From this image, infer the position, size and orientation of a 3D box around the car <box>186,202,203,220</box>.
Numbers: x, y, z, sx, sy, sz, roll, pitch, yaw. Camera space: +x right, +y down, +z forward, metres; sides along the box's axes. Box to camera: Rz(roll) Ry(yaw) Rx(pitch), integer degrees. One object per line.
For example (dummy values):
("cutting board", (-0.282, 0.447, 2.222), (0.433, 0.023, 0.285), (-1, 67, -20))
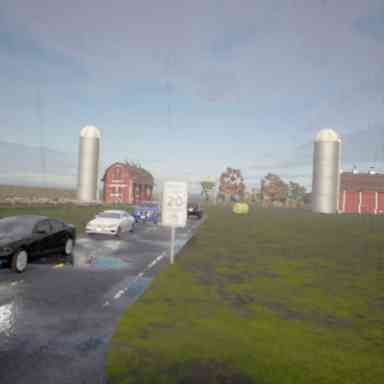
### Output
("car", (0.065, 2.343, 42.215), (2.150, 2.045, 5.566), (3, -1, 5))

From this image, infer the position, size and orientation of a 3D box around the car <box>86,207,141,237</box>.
("car", (-4.836, 1.848, 20.434), (1.812, 1.442, 4.674), (3, -1, 6))

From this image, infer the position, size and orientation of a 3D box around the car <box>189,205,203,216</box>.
("car", (0.537, 2.922, 52.858), (1.837, 1.490, 4.892), (3, -1, -3))

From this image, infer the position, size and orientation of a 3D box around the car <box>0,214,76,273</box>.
("car", (-5.621, 1.535, 11.134), (1.882, 1.535, 5.008), (3, -1, 4))

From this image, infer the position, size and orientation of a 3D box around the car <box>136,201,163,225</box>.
("car", (-3.880, 1.854, 30.963), (2.150, 2.045, 5.566), (3, -2, 5))
